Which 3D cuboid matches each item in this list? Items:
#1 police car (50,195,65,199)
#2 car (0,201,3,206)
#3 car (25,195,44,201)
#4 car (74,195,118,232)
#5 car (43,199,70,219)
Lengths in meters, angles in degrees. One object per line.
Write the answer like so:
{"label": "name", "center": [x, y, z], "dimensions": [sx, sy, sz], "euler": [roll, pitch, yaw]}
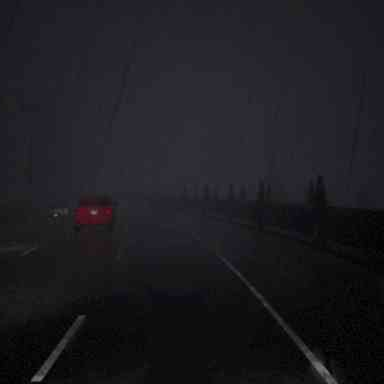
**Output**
{"label": "police car", "center": [-30.673, 1.390, 75.459], "dimensions": [1.930, 1.638, 5.238], "euler": [0, 0, -45]}
{"label": "car", "center": [-23.400, 1.533, 39.142], "dimensions": [2.033, 1.411, 5.357], "euler": [0, 0, -26]}
{"label": "car", "center": [-38.719, 1.441, 82.773], "dimensions": [5.008, 1.535, 1.882], "euler": [0, 0, 39]}
{"label": "car", "center": [-5.837, 1.212, 20.462], "dimensions": [2.150, 2.045, 5.566], "euler": [0, 0, -12]}
{"label": "car", "center": [-11.705, 1.588, 29.010], "dimensions": [1.895, 1.301, 4.718], "euler": [0, 0, -17]}
